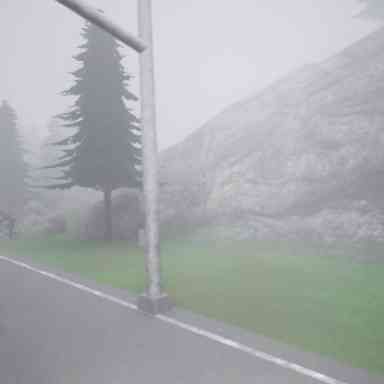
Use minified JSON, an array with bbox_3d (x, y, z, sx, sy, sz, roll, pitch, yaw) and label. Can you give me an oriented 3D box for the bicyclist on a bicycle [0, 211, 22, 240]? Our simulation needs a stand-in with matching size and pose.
[{"bbox_3d":[-10.213,1.833,18.251,1.656,1.620,0.582,-2,0,-45],"label":"bicyclist on a bicycle"}]
